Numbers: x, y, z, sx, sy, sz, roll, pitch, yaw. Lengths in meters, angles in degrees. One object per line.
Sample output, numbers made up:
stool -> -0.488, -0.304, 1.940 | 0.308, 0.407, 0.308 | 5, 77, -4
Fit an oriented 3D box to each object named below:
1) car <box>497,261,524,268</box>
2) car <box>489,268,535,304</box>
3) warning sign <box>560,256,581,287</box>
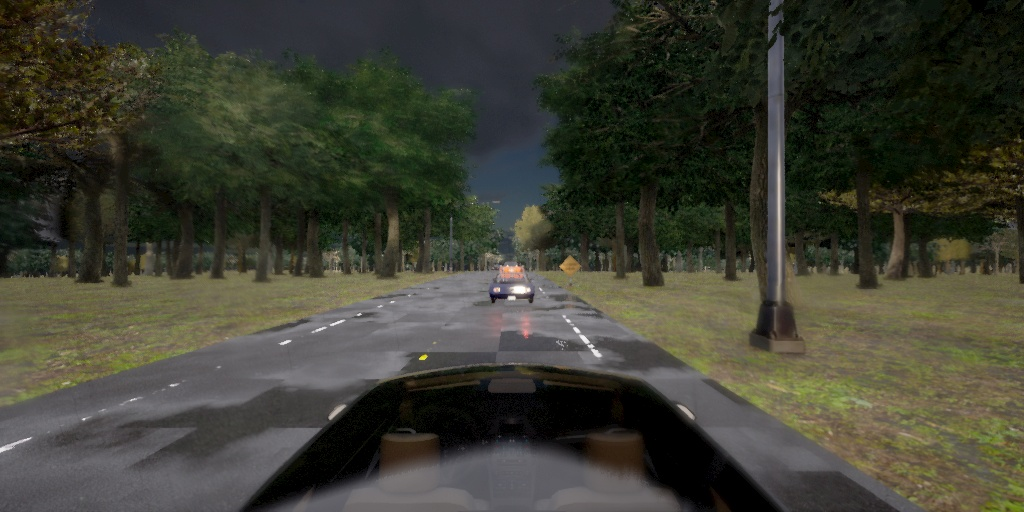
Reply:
car -> 0.000, 1.206, 31.481 | 2.097, 1.767, 4.553 | 0, -1, 0
car -> 0.000, 1.394, 16.533 | 1.895, 1.301, 4.718 | 0, 0, 0
warning sign -> 3.550, 0.903, 21.698 | 1.300, 1.860, 1.060 | 0, 0, 0
